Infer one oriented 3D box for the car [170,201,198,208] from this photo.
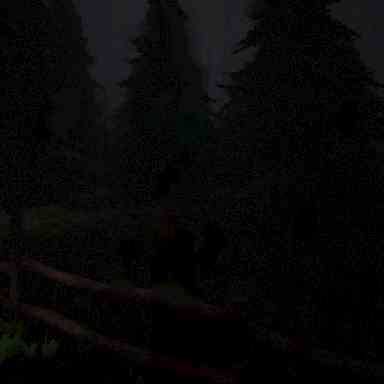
[{"bbox_3d":[-1.225,1.591,37.486,4.181,1.385,1.994,0,0,-12],"label":"car"}]
